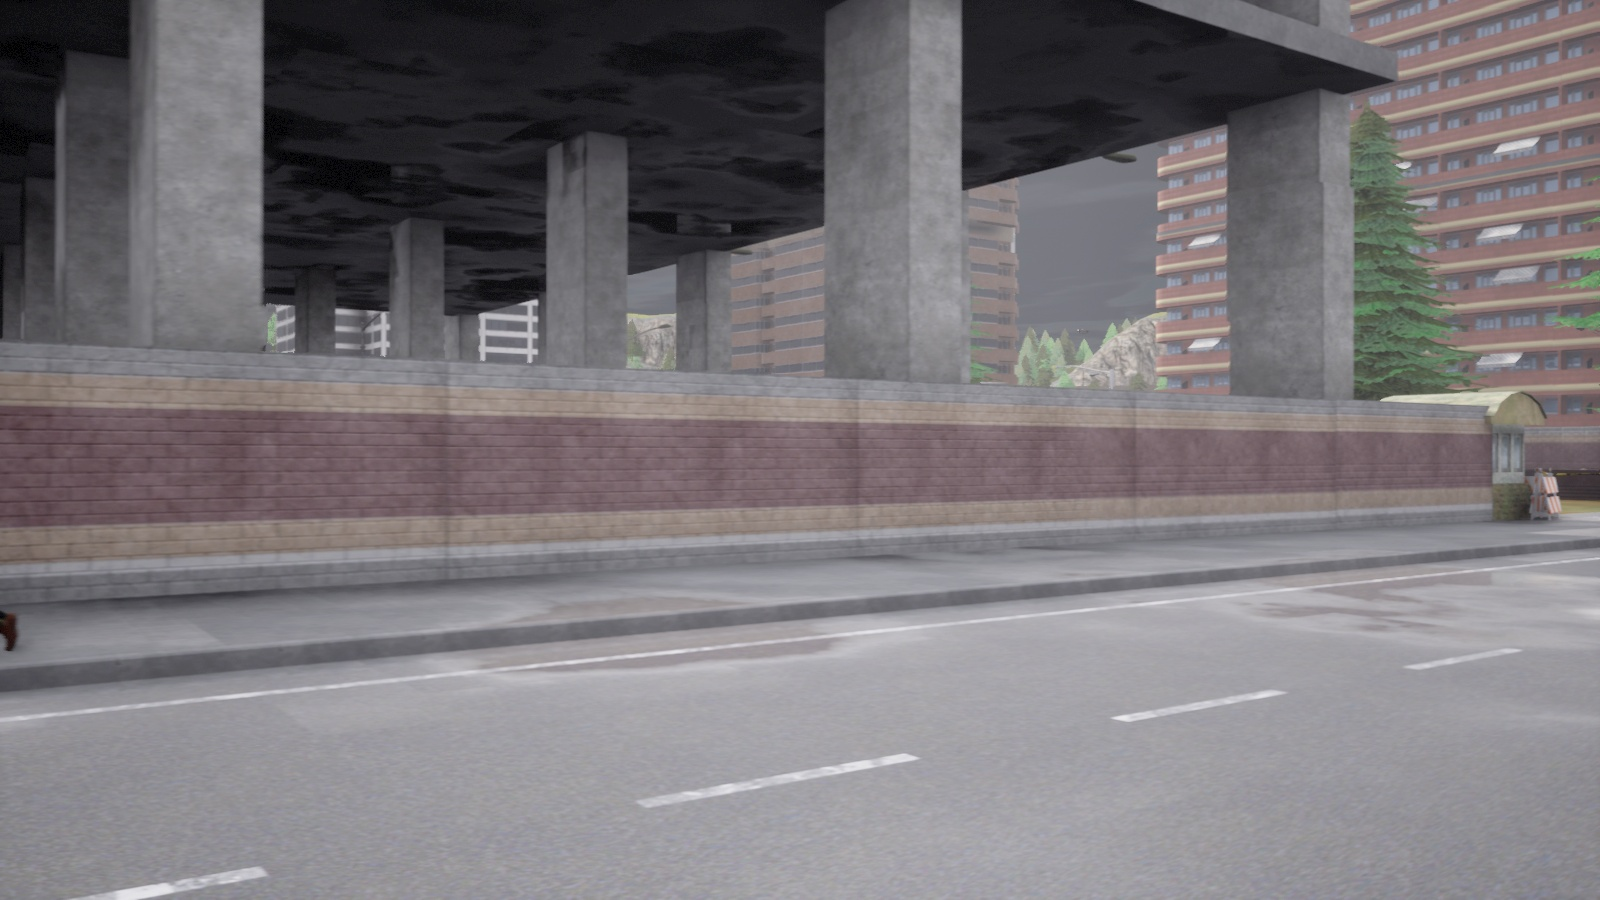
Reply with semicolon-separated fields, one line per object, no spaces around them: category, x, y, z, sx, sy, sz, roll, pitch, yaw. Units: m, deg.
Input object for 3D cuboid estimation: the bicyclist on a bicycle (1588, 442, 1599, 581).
bicyclist on a bicycle;10.071;0.713;14.932;1.656;1.620;0.582;0;0;-35
